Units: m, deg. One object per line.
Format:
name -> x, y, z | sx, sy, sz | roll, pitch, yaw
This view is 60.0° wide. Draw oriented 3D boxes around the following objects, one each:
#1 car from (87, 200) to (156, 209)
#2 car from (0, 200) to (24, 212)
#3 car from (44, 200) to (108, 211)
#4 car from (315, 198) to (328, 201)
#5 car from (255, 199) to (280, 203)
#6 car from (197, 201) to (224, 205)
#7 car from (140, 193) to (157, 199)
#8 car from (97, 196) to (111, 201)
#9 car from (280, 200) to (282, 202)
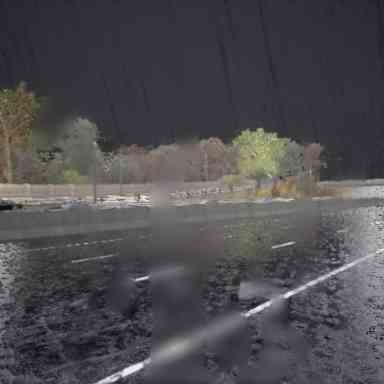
car -> -5.636, 1.721, 27.406 | 2.128, 1.511, 4.902 | -1, -1, 43
car -> -20.323, 1.497, 34.965 | 1.895, 1.301, 4.718 | -1, 0, 23
car -> -11.151, 1.677, 31.650 | 2.033, 1.411, 5.357 | 6, 3, 43
car -> 22.217, 1.869, 57.310 | 1.837, 1.490, 4.892 | -1, -1, 43
car -> 9.121, 1.820, 43.275 | 1.812, 1.442, 4.674 | -1, -1, 43
car -> 2.450, 1.907, 46.386 | 2.033, 1.411, 5.357 | -1, -1, 43
car -> -8.682, 1.058, 66.289 | 1.837, 1.490, 4.892 | -1, 1, 22
car -> -14.205, 1.331, 51.661 | 2.128, 1.511, 4.902 | -1, 0, 20
car -> 14.184, 1.911, 58.973 | 2.128, 1.511, 4.902 | -1, -1, 43
